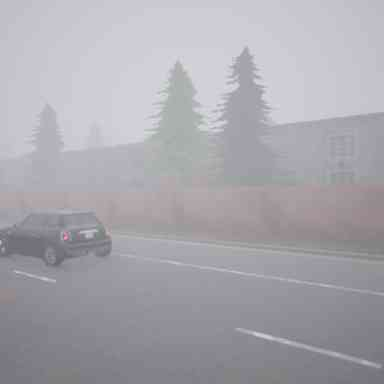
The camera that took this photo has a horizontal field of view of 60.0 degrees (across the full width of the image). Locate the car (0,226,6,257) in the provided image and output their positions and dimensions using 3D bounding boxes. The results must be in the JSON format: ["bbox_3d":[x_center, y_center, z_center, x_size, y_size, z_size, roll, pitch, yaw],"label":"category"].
[{"bbox_3d":[-7.360,1.574,9.207,4.892,1.490,1.837,0,0,36],"label":"car"}]

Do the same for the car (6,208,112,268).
[{"bbox_3d":[-4.989,1.415,11.812,4.553,1.767,2.097,-1,0,36],"label":"car"}]
